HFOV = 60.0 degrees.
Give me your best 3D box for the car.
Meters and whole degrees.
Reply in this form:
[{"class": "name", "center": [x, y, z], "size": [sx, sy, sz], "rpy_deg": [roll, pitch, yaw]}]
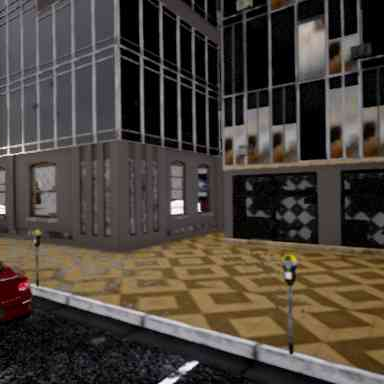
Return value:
[{"class": "car", "center": [-4.504, 1.614, 5.890], "size": [4.206, 1.307, 1.802], "rpy_deg": [0, 0, 34]}]
